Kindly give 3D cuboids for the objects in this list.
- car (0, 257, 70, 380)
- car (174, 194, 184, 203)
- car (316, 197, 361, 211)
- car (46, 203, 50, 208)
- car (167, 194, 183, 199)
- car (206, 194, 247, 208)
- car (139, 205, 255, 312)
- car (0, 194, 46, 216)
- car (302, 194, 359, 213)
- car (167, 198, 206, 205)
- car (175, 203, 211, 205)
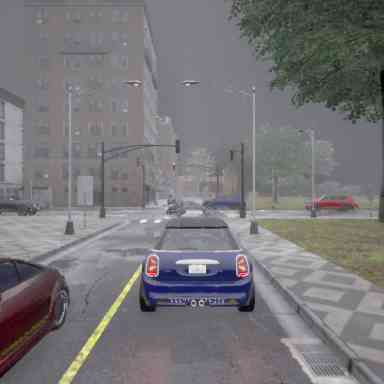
[{"bbox_3d":[-3.100,1.565,4.090,1.994,1.385,4.181,0,0,0],"label":"car"},{"bbox_3d":[-2.915,1.372,76.118,2.150,2.045,5.566,0,0,0],"label":"car"},{"bbox_3d":[18.052,1.453,41.164,4.553,1.767,2.097,0,-1,0],"label":"car"},{"bbox_3d":[-20.470,1.622,41.058,5.357,1.411,2.033,0,-1,0],"label":"car"},{"bbox_3d":[-2.976,1.296,55.732,2.150,2.045,5.566,0,0,-2],"label":"car"},{"bbox_3d":[4.121,1.315,42.285,5.566,2.045,2.150,1,0,20],"label":"car"},{"bbox_3d":[0.094,1.355,7.877,2.097,1.767,4.553,0,0,0],"label":"car"},{"bbox_3d":[-17.133,1.189,31.120,5.566,2.045,2.150,0,-1,0],"label":"car"},{"bbox_3d":[15.532,1.286,37.913,5.566,2.045,2.150,0,-1,0],"label":"car"},{"bbox_3d":[-0.760,1.587,32.497,1.994,1.385,4.181,0,0,32],"label":"car"},{"bbox_3d":[0.020,1.537,17.550,1.812,1.442,4.674,0,0,1],"label":"car"}]
